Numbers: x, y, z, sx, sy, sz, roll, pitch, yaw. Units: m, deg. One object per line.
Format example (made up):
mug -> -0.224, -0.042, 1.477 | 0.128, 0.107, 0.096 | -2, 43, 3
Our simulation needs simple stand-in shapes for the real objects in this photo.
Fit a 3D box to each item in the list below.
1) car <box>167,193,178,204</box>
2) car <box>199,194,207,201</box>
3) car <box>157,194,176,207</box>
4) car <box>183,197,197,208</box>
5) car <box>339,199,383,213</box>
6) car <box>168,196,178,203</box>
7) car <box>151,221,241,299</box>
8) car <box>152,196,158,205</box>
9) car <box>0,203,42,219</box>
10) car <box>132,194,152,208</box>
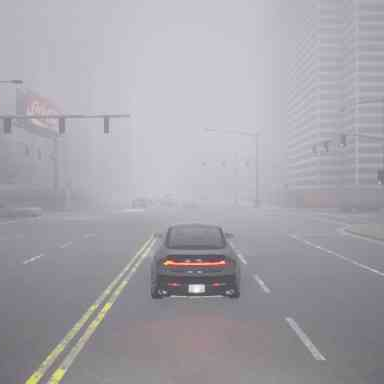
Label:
car -> -3.959, 1.221, 61.298 | 2.150, 2.045, 5.566 | 0, 0, 0
car -> 2.924, 1.355, 88.718 | 2.097, 1.767, 4.553 | 0, 0, 0
car -> -3.911, 1.526, 51.719 | 1.812, 1.442, 4.674 | 0, 0, 0
car -> -0.224, 1.525, 48.651 | 1.812, 1.442, 4.674 | 0, 0, 0
car -> 18.448, 1.477, 35.673 | 5.008, 1.535, 1.882 | 0, 0, -1
car -> -3.962, 1.595, 71.344 | 1.895, 1.301, 4.718 | 0, 0, 0
car -> 0.056, 1.505, 8.462 | 1.837, 1.490, 4.892 | 0, 0, -1
car -> -7.449, 1.601, 57.006 | 1.895, 1.301, 4.718 | 0, 0, 0
car -> -15.372, 1.601, 28.261 | 4.718, 1.301, 1.895 | 0, 0, -4
car -> -7.409, 1.491, 47.742 | 2.128, 1.511, 4.902 | 0, 0, 0
